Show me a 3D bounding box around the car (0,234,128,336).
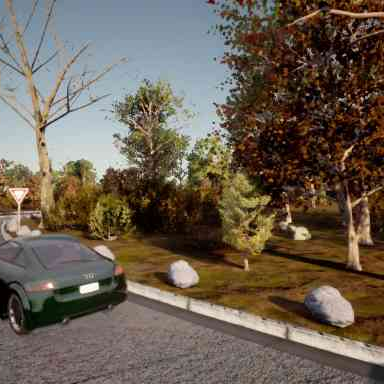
[{"bbox_3d":[-3.193,1.581,6.870,4.181,1.385,1.994,-1,0,42],"label":"car"}]
